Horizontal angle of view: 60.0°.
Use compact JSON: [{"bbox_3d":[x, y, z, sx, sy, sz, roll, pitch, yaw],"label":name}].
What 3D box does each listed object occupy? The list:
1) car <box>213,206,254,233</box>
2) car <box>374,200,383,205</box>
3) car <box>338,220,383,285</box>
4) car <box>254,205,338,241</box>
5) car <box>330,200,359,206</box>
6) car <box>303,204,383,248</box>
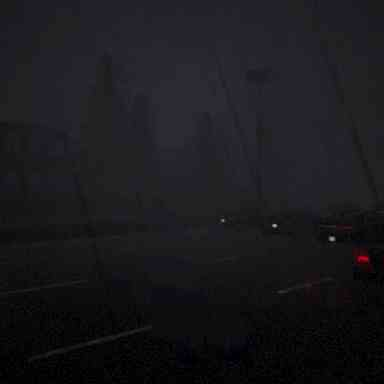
[{"bbox_3d":[3.216,1.547,19.626,4.181,1.385,1.994,0,0,-41],"label":"car"},{"bbox_3d":[16.727,1.441,28.441,1.882,1.535,5.008,0,0,40],"label":"car"},{"bbox_3d":[6.118,1.536,8.427,5.357,1.411,2.033,0,0,-38],"label":"car"},{"bbox_3d":[5.393,1.547,16.891,4.181,1.385,1.994,0,0,-41],"label":"car"},{"bbox_3d":[14.272,1.442,30.941,1.882,1.535,5.008,0,0,40],"label":"car"},{"bbox_3d":[6.925,1.476,13.601,4.902,1.511,2.128,0,0,-40],"label":"car"}]
